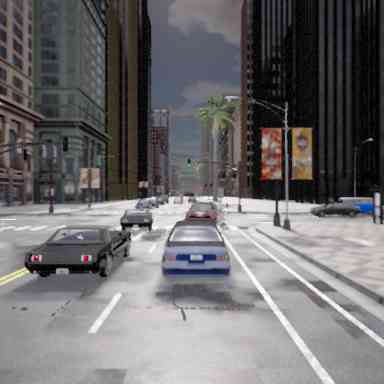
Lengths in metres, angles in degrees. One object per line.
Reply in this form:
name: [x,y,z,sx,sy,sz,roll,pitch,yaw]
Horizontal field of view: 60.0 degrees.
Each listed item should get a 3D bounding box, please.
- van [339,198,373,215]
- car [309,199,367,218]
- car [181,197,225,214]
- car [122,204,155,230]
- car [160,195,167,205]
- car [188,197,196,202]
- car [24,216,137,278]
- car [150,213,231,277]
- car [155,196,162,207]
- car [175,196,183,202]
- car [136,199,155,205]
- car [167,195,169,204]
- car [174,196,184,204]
van: [17.065,1.489,34.656,3.998,1.788,1.690,0,0,0]
car: [13.737,1.671,31.990,4.674,1.442,1.812,0,0,2]
car: [1.029,1.468,23.004,2.097,1.767,4.553,0,0,14]
car: [-3.558,1.711,21.637,1.895,1.301,4.718,0,0,-7]
car: [-6.503,1.814,65.677,1.882,1.535,5.008,0,0,0]
car: [-0.003,1.991,87.998,2.033,1.411,5.357,0,0,0]
car: [-3.150,1.654,10.323,1.895,1.301,4.718,0,0,0]
car: [0.099,1.600,10.350,2.033,1.411,5.357,0,0,0]
car: [-6.588,1.847,55.454,1.994,1.385,4.181,0,0,0]
car: [-3.253,1.755,86.929,1.882,1.535,5.008,0,0,0]
car: [-6.586,1.758,45.449,1.812,1.442,4.674,0,0,-1]
car: [-6.503,1.614,76.291,2.150,2.045,5.566,0,0,0]
car: [-3.253,1.910,76.924,1.812,1.442,4.674,0,0,0]
